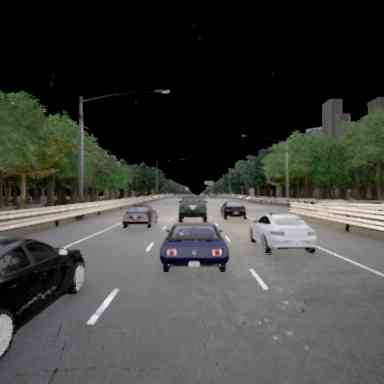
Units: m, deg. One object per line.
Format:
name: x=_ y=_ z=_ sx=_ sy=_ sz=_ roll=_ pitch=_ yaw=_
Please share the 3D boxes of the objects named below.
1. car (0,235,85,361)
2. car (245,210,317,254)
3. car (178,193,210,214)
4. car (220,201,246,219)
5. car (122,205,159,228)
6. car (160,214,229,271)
car: x=-3.455 y=1.499 z=5.839 sx=1.882 sy=1.535 sz=5.008 roll=0 pitch=0 yaw=0
car: x=3.577 y=1.573 z=13.600 sx=1.812 sy=1.442 sz=4.674 roll=0 pitch=0 yaw=0
car: x=0.071 y=1.277 z=26.831 sx=2.150 sy=2.045 sz=5.566 roll=0 pitch=0 yaw=0
car: x=3.574 y=1.532 z=29.343 sx=1.882 sy=1.535 sz=5.008 roll=0 pitch=0 yaw=0
car: x=-3.453 y=1.608 z=22.876 sx=2.033 sy=1.411 sz=5.357 roll=0 pitch=0 yaw=1
car: x=0.073 y=1.641 z=11.062 sx=1.895 sy=1.301 sz=4.718 roll=0 pitch=0 yaw=0
